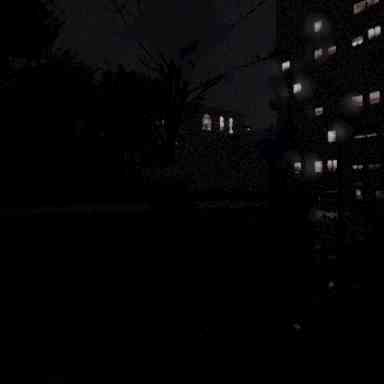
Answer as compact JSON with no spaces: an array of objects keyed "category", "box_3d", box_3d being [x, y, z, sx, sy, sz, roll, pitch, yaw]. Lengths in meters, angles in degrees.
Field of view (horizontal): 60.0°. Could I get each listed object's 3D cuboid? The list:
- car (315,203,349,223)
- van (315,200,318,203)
[{"category":"car","box_3d":[10.545,1.835,28.220,1.895,1.301,4.718,0,-1,-37]},{"category":"van","box_3d":[10.434,1.625,32.600,1.690,1.788,3.998,-1,0,-36]}]
